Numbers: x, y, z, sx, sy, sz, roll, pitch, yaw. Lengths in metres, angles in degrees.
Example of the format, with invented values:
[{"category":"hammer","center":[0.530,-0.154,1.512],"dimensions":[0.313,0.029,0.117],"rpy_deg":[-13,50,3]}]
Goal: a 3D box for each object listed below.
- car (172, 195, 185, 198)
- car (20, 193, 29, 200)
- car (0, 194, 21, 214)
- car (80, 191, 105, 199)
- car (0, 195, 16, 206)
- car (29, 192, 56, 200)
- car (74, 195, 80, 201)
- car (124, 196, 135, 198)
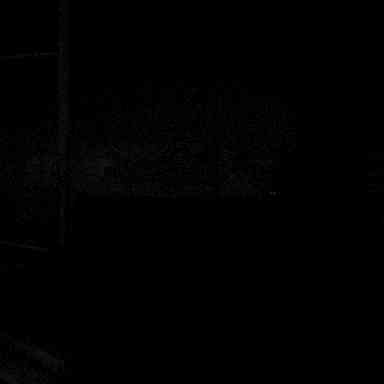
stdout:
[{"category":"car","center":[-2.373,1.236,49.510],"dimensions":[1.845,1.501,3.633],"rpy_deg":[0,0,35]},{"category":"car","center":[-35.809,0.894,72.725],"dimensions":[1.970,1.475,3.806],"rpy_deg":[0,0,35]},{"category":"car","center":[-17.526,1.193,28.340],"dimensions":[2.007,1.523,4.514],"rpy_deg":[0,0,35]},{"category":"car","center":[-17.400,0.868,60.443],"dimensions":[1.932,1.855,4.605],"rpy_deg":[0,0,35]},{"category":"car","center":[-25.268,1.102,43.261],"dimensions":[1.845,1.501,3.633],"rpy_deg":[0,0,35]},{"category":"car","center":[-30.403,0.847,69.250],"dimensions":[2.152,1.636,5.027],"rpy_deg":[0,0,35]},{"category":"car","center":[-20.002,0.833,61.799],"dimensions":[1.905,1.878,3.866],"rpy_deg":[0,0,35]},{"category":"car","center":[-9.118,1.229,45.213],"dimensions":[1.970,1.475,3.806],"rpy_deg":[0,0,35]}]
